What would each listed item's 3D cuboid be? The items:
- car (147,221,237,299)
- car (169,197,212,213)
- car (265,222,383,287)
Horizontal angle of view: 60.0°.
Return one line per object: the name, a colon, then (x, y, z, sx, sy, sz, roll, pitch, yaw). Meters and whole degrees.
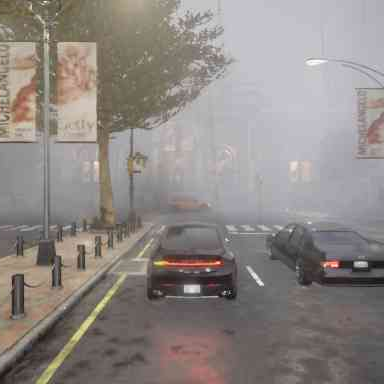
car: (-0.003, 1.505, 8.436, 1.837, 1.490, 4.892, 0, 0, 0)
car: (-0.152, 1.352, 35.970, 4.553, 1.767, 2.097, 0, 0, 0)
car: (3.496, 1.547, 9.400, 2.033, 1.411, 5.357, 0, 0, 0)
